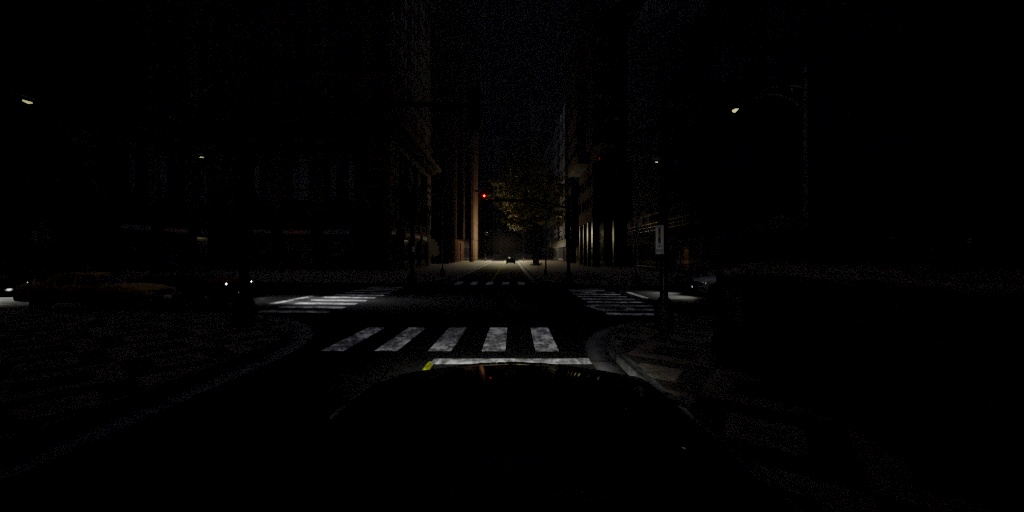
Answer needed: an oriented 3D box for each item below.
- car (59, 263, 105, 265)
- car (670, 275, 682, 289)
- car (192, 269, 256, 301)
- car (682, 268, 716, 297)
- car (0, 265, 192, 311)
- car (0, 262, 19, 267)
[{"bbox_3d":[-26.375,1.065,21.643,4.313,1.339,1.948,0,0,0],"label":"car"},{"bbox_3d":[11.860,1.381,21.551,4.403,1.370,2.007,0,0,0],"label":"car"},{"bbox_3d":[-14.114,1.231,15.748,4.718,1.301,1.895,1,0,0],"label":"car"},{"bbox_3d":[11.864,1.357,18.905,4.674,1.442,1.812,0,0,2],"label":"car"},{"bbox_3d":[-14.975,1.146,13.090,4.829,1.417,1.751,0,0,0],"label":"car"},{"bbox_3d":[-24.771,1.065,15.770,5.357,1.411,2.033,1,0,-1],"label":"car"}]
